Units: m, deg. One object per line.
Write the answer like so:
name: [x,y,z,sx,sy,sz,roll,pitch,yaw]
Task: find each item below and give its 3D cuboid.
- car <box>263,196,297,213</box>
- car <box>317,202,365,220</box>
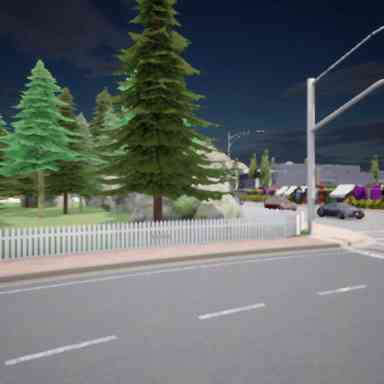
car: [9.992,1.371,37.829,2.097,1.767,4.553,0,0,-16]
car: [12.659,1.585,28.513,1.994,1.385,4.181,0,0,-16]
